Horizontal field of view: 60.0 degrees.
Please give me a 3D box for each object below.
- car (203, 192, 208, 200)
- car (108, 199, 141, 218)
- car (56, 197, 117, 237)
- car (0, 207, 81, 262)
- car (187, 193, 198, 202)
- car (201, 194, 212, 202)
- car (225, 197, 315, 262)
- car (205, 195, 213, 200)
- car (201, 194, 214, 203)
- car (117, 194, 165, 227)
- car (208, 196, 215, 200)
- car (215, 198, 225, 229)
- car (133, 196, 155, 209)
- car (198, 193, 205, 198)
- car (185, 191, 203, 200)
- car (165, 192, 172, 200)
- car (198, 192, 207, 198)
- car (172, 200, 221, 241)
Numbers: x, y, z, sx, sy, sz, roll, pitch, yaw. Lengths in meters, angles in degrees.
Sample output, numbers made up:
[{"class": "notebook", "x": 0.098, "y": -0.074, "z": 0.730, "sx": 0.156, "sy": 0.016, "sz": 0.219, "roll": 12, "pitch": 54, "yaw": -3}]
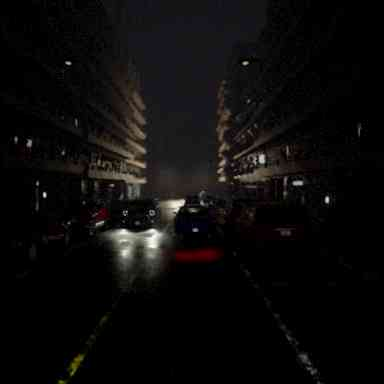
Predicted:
[{"class": "car", "x": 2.664, "y": 1.172, "z": 51.369, "sx": 1.947, "sy": 1.339, "sz": 4.313, "roll": -1, "pitch": 0, "yaw": 0}, {"class": "car", "x": -5.711, "y": 1.330, "z": 28.651, "sx": 1.887, "sy": 1.381, "sz": 4.507, "roll": -1, "pitch": 0, "yaw": 0}, {"class": "car", "x": -5.712, "y": 1.187, "z": 17.319, "sx": 2.192, "sy": 1.841, "sz": 5.009, "roll": -1, "pitch": 0, "yaw": 0}, {"class": "car", "x": -5.707, "y": 1.459, "z": 11.658, "sx": 1.887, "sy": 1.381, "sz": 4.507, "roll": -1, "pitch": 0, "yaw": 0}, {"class": "car", "x": 0.081, "y": 1.002, "z": 63.112, "sx": 2.128, "sy": 1.511, "sz": 4.902, "roll": 0, "pitch": 0, "yaw": 0}, {"class": "car", "x": 2.659, "y": 1.096, "z": 62.699, "sx": 1.802, "sy": 1.307, "sz": 4.206, "roll": -1, "pitch": 0, "yaw": 0}, {"class": "car", "x": 2.636, "y": 1.229, "z": 11.717, "sx": 2.192, "sy": 1.841, "sz": 5.009, "roll": -1, "pitch": 0, "yaw": 0}, {"class": "car", "x": 2.640, "y": 1.307, "z": 34.377, "sx": 1.947, "sy": 1.339, "sz": 4.313, "roll": -1, "pitch": 0, "yaw": 0}, {"class": "car", "x": 2.661, "y": 1.111, "z": 57.034, "sx": 2.008, "sy": 1.369, "sz": 4.403, "roll": -1, "pitch": 0, "yaw": 0}, {"class": "car", "x": -3.106, "y": 1.195, "z": 21.183, "sx": 2.097, "sy": 1.767, "sz": 4.553, "roll": 0, "pitch": 0, "yaw": 0}, {"class": "car", "x": 2.636, "y": 1.330, "z": 28.713, "sx": 1.887, "sy": 1.381, "sz": 4.507, "roll": -1, "pitch": 0, "yaw": 0}, {"class": "car", "x": 2.635, "y": 1.187, "z": 17.383, "sx": 2.192, "sy": 1.841, "sz": 5.009, "roll": -1, "pitch": 0, "yaw": 0}, {"class": "car", "x": -5.714, "y": 1.262, "z": 39.981, "sx": 1.947, "sy": 1.339, "sz": 4.313, "roll": -1, "pitch": 0, "yaw": 0}, {"class": "car", "x": 2.652, "y": 0.851, "z": 91.021, "sx": 1.802, "sy": 1.307, "sz": 4.206, "roll": -1, "pitch": 1, "yaw": 0}, {"class": "car", "x": 0.088, "y": 1.008, "z": 45.059, "sx": 2.097, "sy": 1.767, "sz": 4.553, "roll": 0, "pitch": 1, "yaw": 0}, {"class": "car", "x": -5.723, "y": 1.018, "z": 68.305, "sx": 2.008, "sy": 1.369, "sz": 4.403, "roll": -1, "pitch": 0, "yaw": 0}, {"class": "car", "x": 2.651, "y": 0.759, "z": 85.356, "sx": 1.967, "sy": 1.590, "sz": 4.097, "roll": -1, "pitch": 1, "yaw": 0}, {"class": "car", "x": 0.089, "y": 1.360, "z": 15.890, "sx": 1.882, "sy": 1.535, "sz": 5.008, "roll": 0, "pitch": 0, "yaw": -1}]
